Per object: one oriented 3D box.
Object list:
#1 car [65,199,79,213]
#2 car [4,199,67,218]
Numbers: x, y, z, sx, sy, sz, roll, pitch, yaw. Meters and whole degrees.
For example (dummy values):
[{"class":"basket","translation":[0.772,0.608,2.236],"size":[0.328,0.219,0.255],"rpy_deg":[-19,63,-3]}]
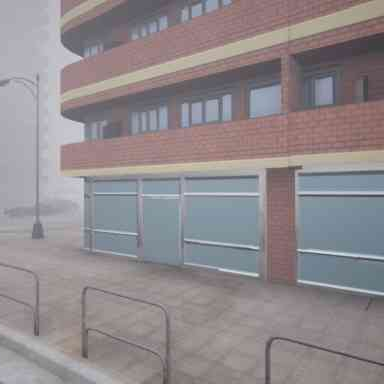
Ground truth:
[{"class":"car","translation":[-14.453,1.505,35.485],"size":[1.837,1.490,4.892],"rpy_deg":[0,0,36]},{"class":"car","translation":[-14.169,1.601,29.949],"size":[1.895,1.301,4.718],"rpy_deg":[0,0,36]}]
